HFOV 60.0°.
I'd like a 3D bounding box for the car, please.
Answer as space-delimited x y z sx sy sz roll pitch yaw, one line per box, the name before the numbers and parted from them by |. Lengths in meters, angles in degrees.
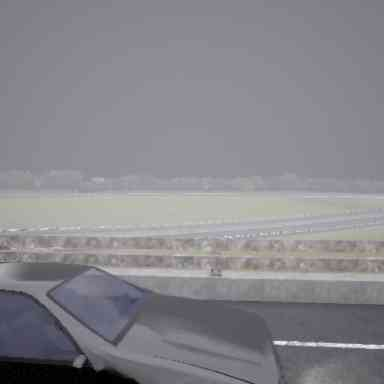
car | -1.752 1.548 3.637 5.357 1.411 2.033 0 0 7
